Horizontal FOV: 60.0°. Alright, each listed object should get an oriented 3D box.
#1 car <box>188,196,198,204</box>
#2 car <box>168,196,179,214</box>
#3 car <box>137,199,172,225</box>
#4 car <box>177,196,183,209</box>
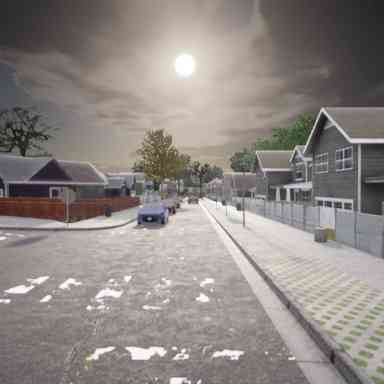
[{"bbox_3d":[0.277,1.538,69.567,2.097,1.767,4.553,0,0,0],"label":"car"},{"bbox_3d":[-2.727,1.537,36.397,1.882,1.535,5.008,0,0,-1],"label":"car"},{"bbox_3d":[-2.785,1.507,24.425,1.882,1.535,5.008,0,0,0],"label":"car"},{"bbox_3d":[-2.726,1.445,47.210,2.097,1.767,4.553,0,0,0],"label":"car"}]
